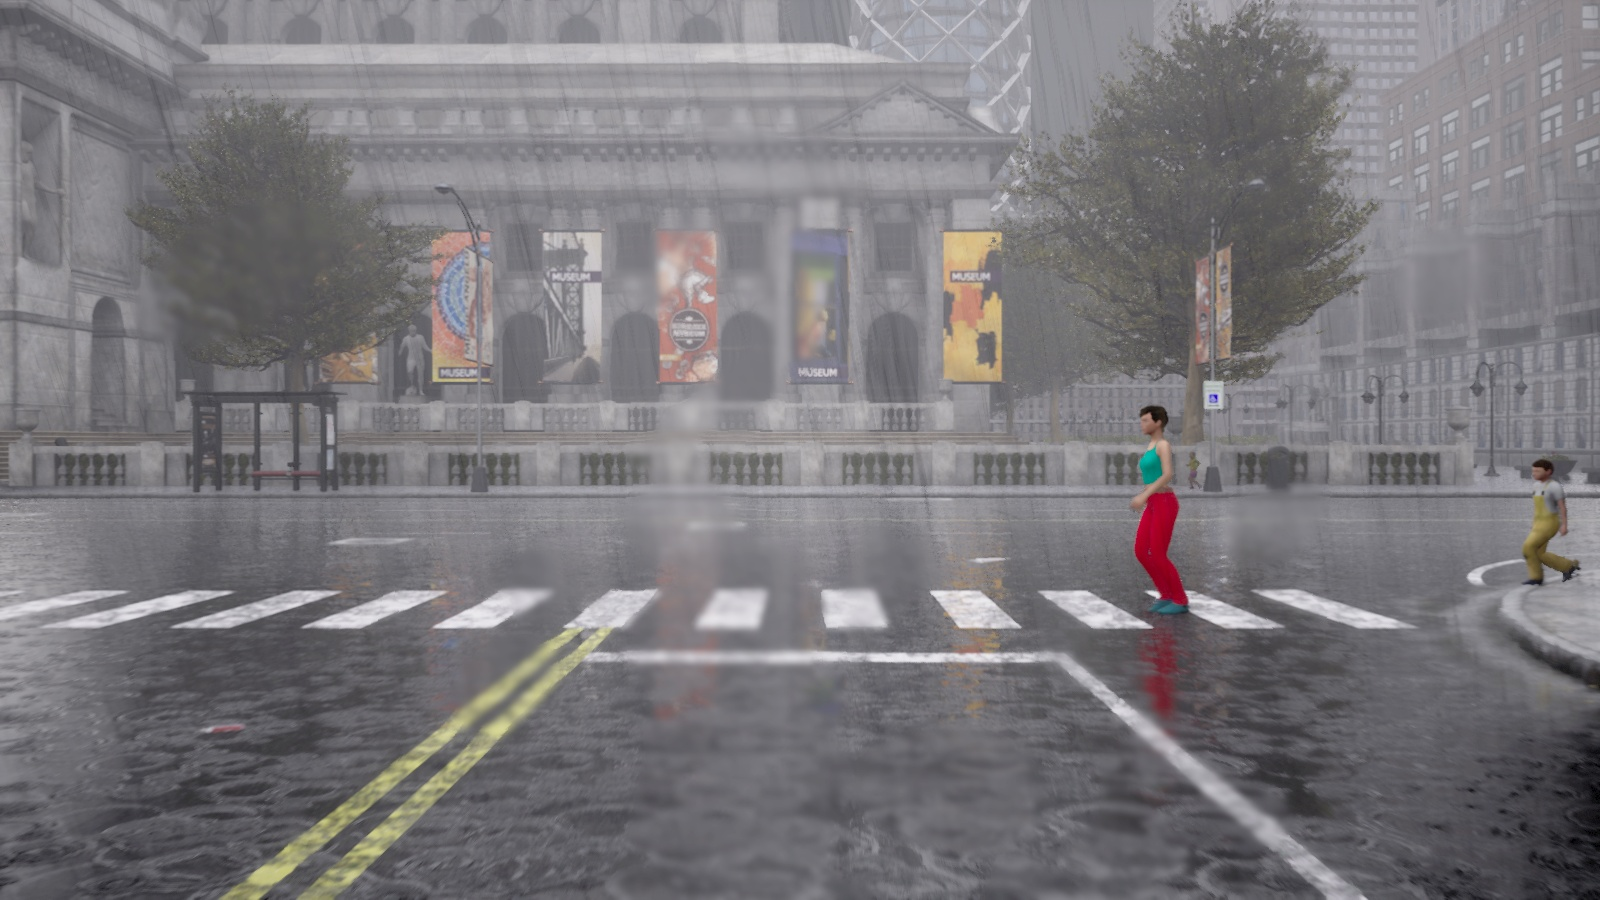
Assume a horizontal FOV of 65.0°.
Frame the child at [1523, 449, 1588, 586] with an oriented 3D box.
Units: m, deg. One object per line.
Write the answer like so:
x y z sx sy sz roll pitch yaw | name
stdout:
7.025 0.619 11.684 0.437 1.263 0.270 0 0 4 | child

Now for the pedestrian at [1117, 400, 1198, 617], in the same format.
3.066 0.495 10.800 0.594 1.836 0.345 0 0 0 | pedestrian

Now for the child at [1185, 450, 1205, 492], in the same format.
11.052 0.594 35.176 0.473 1.160 0.299 0 0 3 | child
